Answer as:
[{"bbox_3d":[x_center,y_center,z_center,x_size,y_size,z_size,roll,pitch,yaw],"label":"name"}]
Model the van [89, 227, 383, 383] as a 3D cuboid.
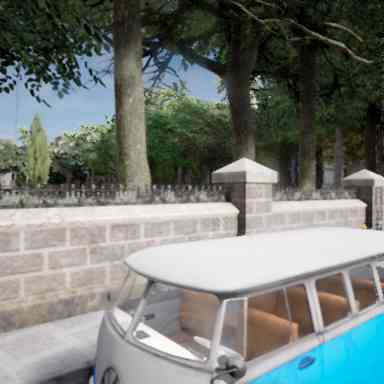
[{"bbox_3d":[0.993,1.341,3.407,3.998,1.788,1.690,0,0,-38],"label":"van"}]
